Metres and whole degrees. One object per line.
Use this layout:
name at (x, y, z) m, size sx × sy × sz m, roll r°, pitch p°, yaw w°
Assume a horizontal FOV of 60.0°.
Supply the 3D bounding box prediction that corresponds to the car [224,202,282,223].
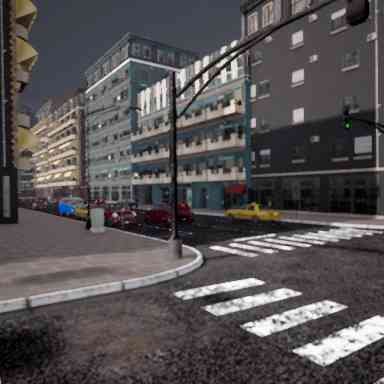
car at (4.381, 1.465, 24.634) m, size 1.752 × 1.417 × 4.829 m, roll -1°, pitch 1°, yaw -36°

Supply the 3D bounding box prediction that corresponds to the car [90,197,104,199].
car at (-14.811, 1.469, 51.522) m, size 1.967 × 1.590 × 4.097 m, roll -1°, pitch 1°, yaw -36°

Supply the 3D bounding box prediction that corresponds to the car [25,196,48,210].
car at (-21.632, 1.610, 46.655) m, size 1.967 × 1.590 × 4.097 m, roll -1°, pitch 1°, yaw -36°

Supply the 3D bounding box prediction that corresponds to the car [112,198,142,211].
car at (-8.380, 1.548, 42.514) m, size 2.008 × 1.369 × 4.403 m, roll -1°, pitch 1°, yaw -36°

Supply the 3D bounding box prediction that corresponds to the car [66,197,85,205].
car at (-21.239, 1.612, 60.533) m, size 2.008 × 1.369 × 4.403 m, roll -1°, pitch 1°, yaw -36°

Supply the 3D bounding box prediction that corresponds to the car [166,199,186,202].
car at (-1.951, 1.408, 33.503) m, size 1.967 × 1.590 × 4.097 m, roll -1°, pitch 1°, yaw -36°

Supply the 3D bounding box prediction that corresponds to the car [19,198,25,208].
car at (-24.845, 1.752, 51.161) m, size 1.947 × 1.339 × 4.313 m, roll -1°, pitch 1°, yaw -36°

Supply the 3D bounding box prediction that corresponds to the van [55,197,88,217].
van at (-11.989, 1.465, 33.140) m, size 1.690 × 1.788 × 3.998 m, roll -1°, pitch 1°, yaw -36°

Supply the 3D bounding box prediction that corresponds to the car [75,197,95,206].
car at (-18.024, 1.611, 56.028) m, size 1.947 × 1.339 × 4.313 m, roll -1°, pitch 1°, yaw -36°

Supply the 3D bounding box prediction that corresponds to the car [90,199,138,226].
car at (-5.557, 1.535, 24.133) m, size 1.967 × 1.590 × 4.097 m, roll -1°, pitch 1°, yaw -36°

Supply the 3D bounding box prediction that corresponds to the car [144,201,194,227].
car at (-1.665, 1.607, 23.140) m, size 1.994 × 1.385 × 4.181 m, roll -1°, pitch 1°, yaw -36°

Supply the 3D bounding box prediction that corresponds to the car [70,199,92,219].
car at (-8.672, 1.634, 28.499) m, size 1.752 × 1.417 × 4.829 m, roll -1°, pitch 1°, yaw -36°

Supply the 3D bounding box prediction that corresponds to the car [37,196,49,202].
car at (-37.314, 1.695, 83.057) m, size 1.887 × 1.381 × 4.507 m, roll -1°, pitch 1°, yaw -36°

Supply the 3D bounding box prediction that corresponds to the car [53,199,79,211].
car at (-16.970, 1.661, 44.667) m, size 2.033 × 1.411 × 5.357 m, roll -1°, pitch 1°, yaw -35°
